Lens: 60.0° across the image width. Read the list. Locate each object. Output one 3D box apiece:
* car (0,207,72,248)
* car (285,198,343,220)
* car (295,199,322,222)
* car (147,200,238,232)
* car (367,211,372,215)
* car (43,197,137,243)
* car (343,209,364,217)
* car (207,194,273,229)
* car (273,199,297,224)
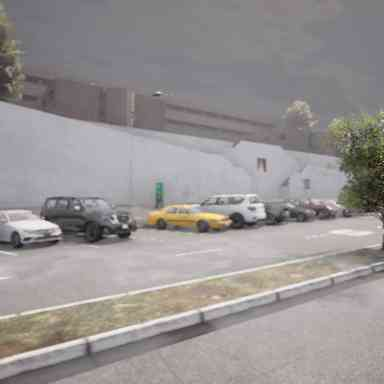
[{"bbox_3d":[-7.739,1.532,14.736,4.674,1.452,2.002,-1,-1,35],"label":"car"},{"bbox_3d":[9.362,1.244,26.947,4.553,1.767,2.185,-1,-1,35],"label":"car"},{"bbox_3d":[6.946,1.445,25.190,4.674,1.452,2.002,-1,-1,35],"label":"car"},{"bbox_3d":[-0.245,1.464,19.856,5.366,1.575,1.946,-1,-1,35],"label":"car"},{"bbox_3d":[14.282,1.294,30.402,5.008,1.535,2.097,-1,0,35],"label":"car"},{"bbox_3d":[-5.264,1.241,16.465,5.566,2.045,2.435,-1,-1,35],"label":"car"},{"bbox_3d":[11.833,1.373,28.670,4.674,1.452,2.002,-1,-1,35],"label":"car"},{"bbox_3d":[2.022,1.201,21.716,5.566,2.045,2.435,-1,0,35],"label":"car"},{"bbox_3d":[4.468,1.459,23.454,4.792,1.488,2.163,-1,0,35],"label":"car"}]
